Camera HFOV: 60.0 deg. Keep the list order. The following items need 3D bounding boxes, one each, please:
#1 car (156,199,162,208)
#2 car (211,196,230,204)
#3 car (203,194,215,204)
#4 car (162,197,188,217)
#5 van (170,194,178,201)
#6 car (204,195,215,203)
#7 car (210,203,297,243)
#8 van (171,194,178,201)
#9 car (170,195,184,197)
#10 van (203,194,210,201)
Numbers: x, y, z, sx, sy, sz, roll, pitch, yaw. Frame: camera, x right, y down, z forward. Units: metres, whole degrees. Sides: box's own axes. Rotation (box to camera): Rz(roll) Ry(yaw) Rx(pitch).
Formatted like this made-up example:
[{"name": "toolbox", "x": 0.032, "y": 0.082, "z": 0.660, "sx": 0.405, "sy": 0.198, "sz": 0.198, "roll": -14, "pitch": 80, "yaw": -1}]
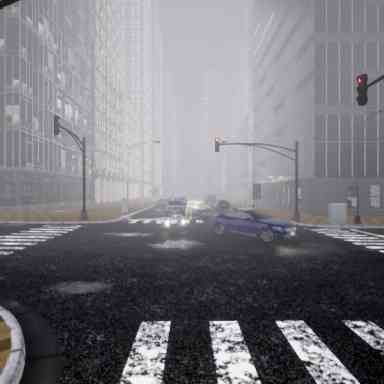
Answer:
[{"name": "car", "x": -4.150, "y": 1.592, "z": 47.267, "sx": 1.802, "sy": 1.307, "sz": 4.206, "roll": 0, "pitch": 0, "yaw": 0}, {"name": "car", "x": 3.817, "y": 1.579, "z": 41.795, "sx": 1.947, "sy": 1.339, "sz": 4.313, "roll": 0, "pitch": 0, "yaw": 0}, {"name": "car", "x": 3.616, "y": 1.313, "z": 63.903, "sx": 2.192, "sy": 1.841, "sz": 5.009, "roll": 0, "pitch": 0, "yaw": 0}, {"name": "car", "x": -1.567, "y": 1.543, "z": 31.876, "sx": 1.812, "sy": 1.442, "sz": 4.674, "roll": 0, "pitch": 0, "yaw": -1}, {"name": "van", "x": -4.378, "y": 1.321, "z": 80.432, "sx": 1.690, "sy": 1.788, "sz": 3.998, "roll": 0, "pitch": 0, "yaw": 0}, {"name": "car", "x": 3.578, "y": 1.432, "z": 69.432, "sx": 1.967, "sy": 1.590, "sz": 4.097, "roll": 0, "pitch": 0, "yaw": 0}, {"name": "car", "x": 2.955, "y": 1.574, "z": 16.764, "sx": 1.812, "sy": 1.442, "sz": 4.674, "roll": -1, "pitch": 1, "yaw": -44}, {"name": "van", "x": -4.416, "y": 1.315, "z": 85.960, "sx": 1.690, "sy": 1.788, "sz": 3.998, "roll": 0, "pitch": 0, "yaw": 0}, {"name": "car", "x": -1.673, "y": 1.503, "z": 45.858, "sx": 2.128, "sy": 1.511, "sz": 4.902, "roll": 0, "pitch": 0, "yaw": 0}, {"name": "van", "x": 3.502, "y": 1.321, "z": 80.486, "sx": 1.690, "sy": 1.788, "sz": 3.998, "roll": 0, "pitch": 0, "yaw": 0}]
